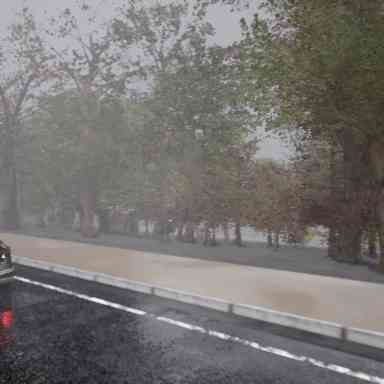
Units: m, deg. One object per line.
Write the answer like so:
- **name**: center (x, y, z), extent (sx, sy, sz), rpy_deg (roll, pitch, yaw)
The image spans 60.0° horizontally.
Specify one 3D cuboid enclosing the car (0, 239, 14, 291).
- **car**: center (-6.118, 1.479, 7.930), extent (4.856, 1.649, 2.033), rpy_deg (0, 0, 36)
